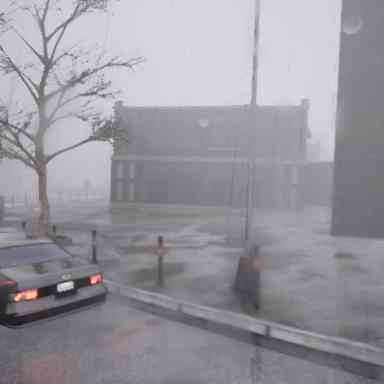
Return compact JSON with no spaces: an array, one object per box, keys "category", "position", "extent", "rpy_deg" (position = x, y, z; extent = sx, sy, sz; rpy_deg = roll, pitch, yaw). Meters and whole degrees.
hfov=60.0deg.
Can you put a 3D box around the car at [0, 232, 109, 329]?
[{"category":"car","position":[-4.018,1.569,6.979],"extent":[5.357,1.411,2.033],"rpy_deg":[0,0,39]}]

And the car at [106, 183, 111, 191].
[{"category":"car","position":[-20.949,-1.305,81.010],"extent":[5.566,2.045,2.435],"rpy_deg":[3,2,20]}]

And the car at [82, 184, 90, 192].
[{"category":"car","position":[-24.746,-0.753,70.661],"extent":[4.674,1.452,2.002],"rpy_deg":[3,2,20]}]

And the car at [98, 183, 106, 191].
[{"category":"car","position":[-22.844,-0.917,75.840],"extent":[4.892,1.521,2.231],"rpy_deg":[3,2,20]}]

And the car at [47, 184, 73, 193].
[{"category":"car","position":[-26.622,-0.800,65.469],"extent":[4.553,1.767,2.185],"rpy_deg":[3,2,20]}]

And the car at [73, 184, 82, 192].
[{"category":"car","position":[-25.705,-0.733,68.077],"extent":[5.008,1.535,2.097],"rpy_deg":[3,2,20]}]

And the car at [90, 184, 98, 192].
[{"category":"car","position":[-23.760,-0.979,73.232],"extent":[4.553,1.767,2.185],"rpy_deg":[3,2,20]}]
